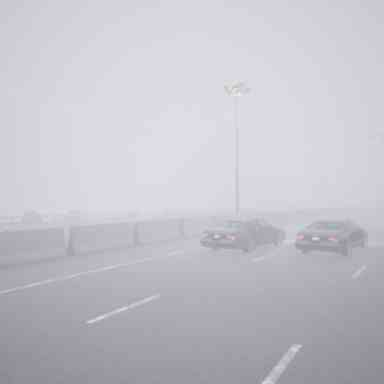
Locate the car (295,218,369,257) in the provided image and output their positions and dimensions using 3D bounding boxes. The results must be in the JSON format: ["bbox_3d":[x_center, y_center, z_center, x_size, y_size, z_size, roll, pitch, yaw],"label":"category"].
[{"bbox_3d":[6.245,1.850,14.540,2.033,1.411,5.357,-2,-2,38],"label":"car"}]

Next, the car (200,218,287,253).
[{"bbox_3d":[2.570,1.899,15.499,2.033,1.411,5.357,-2,-2,38],"label":"car"}]
